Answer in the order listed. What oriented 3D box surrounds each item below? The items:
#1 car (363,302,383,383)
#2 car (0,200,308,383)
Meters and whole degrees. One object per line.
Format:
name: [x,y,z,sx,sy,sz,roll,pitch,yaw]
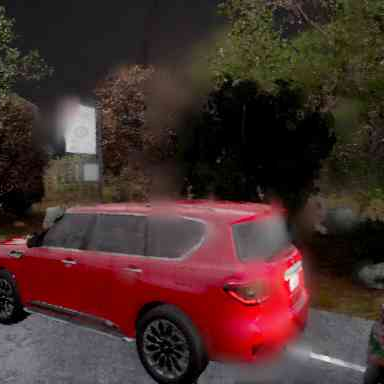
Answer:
car: [4.117,1.199,1.861,5.566,2.045,2.150,0,1,37]
car: [-1.059,1.154,5.402,5.566,2.045,2.150,0,1,32]
